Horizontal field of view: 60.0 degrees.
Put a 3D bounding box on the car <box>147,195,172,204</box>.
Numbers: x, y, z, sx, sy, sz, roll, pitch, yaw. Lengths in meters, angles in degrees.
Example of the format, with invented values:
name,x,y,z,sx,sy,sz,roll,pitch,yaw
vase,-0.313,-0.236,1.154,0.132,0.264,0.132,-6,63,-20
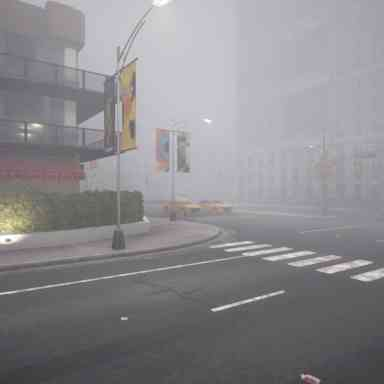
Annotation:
name,x,y,z,sx,sy,sz,roll,pitch,yaw
car,-6.142,1.601,59.288,4.718,1.301,1.895,0,0,42

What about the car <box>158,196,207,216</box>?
name,x,y,z,sx,sy,sz,roll,pitch,yaw
car,-1.037,1.478,32.669,1.882,1.535,5.008,0,0,-35

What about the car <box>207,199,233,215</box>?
name,x,y,z,sx,sy,sz,roll,pitch,yaw
car,2.090,1.478,34.307,1.882,1.535,5.008,0,0,-35

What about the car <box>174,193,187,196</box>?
name,x,y,z,sx,sy,sz,roll,pitch,yaw
car,-2.530,1.221,62.095,2.150,2.045,5.566,0,0,-20
